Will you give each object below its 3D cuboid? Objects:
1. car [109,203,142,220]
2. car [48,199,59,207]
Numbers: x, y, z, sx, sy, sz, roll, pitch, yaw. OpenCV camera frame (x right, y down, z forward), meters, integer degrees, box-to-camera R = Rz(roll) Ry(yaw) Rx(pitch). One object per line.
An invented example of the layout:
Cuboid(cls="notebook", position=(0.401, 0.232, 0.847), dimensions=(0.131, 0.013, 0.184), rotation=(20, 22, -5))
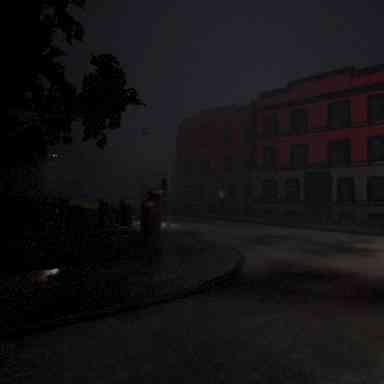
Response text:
Cuboid(cls="car", position=(-5.763, 1.587, 27.473), dimensions=(1.895, 1.301, 4.718), rotation=(0, 0, -36))
Cuboid(cls="car", position=(-19.707, 1.587, 47.138), dimensions=(1.895, 1.301, 4.718), rotation=(0, 0, -35))
